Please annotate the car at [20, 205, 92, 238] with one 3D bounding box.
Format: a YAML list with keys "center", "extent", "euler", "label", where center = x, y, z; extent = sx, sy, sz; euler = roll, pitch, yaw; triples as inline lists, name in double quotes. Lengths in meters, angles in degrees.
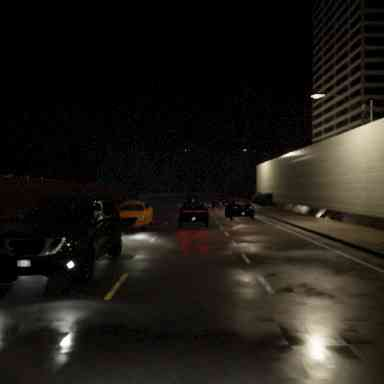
- center: [-6.998, 1.472, 17.778]
  extent: [1.895, 1.301, 4.718]
  euler: [0, 0, 1]
  label: "car"

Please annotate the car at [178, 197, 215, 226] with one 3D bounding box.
- center: [0.103, 1.334, 21.738]
  extent: [2.128, 1.511, 4.902]
  euler: [0, 0, 0]
  label: "car"

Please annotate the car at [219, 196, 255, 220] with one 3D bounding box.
- center: [3.603, 1.305, 25.801]
  extent: [2.128, 1.511, 4.902]
  euler: [0, 0, 0]
  label: "car"

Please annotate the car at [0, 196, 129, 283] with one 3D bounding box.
- center: [-3.562, 1.151, 9.831]
  extent: [2.150, 2.045, 5.566]
  euler: [0, 0, 0]
  label: "car"

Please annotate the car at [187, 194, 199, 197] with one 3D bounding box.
- center: [0.093, 1.051, 41.666]
  extent: [2.097, 1.767, 4.553]
  euler: [0, 0, 0]
  label: "car"

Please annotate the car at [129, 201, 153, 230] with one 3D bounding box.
- center: [-3.497, 1.332, 20.140]
  extent: [1.882, 1.535, 5.008]
  euler: [0, 0, 0]
  label: "car"

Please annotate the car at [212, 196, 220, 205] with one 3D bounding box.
- center: [3.598, 1.207, 44.197]
  extent: [1.812, 1.442, 4.674]
  euler: [0, 1, 0]
  label: "car"
